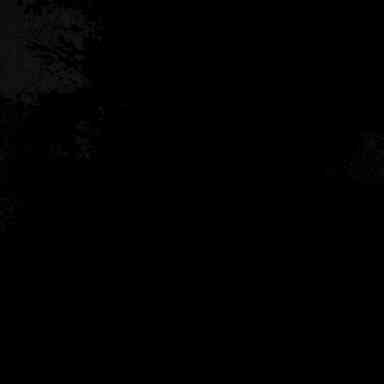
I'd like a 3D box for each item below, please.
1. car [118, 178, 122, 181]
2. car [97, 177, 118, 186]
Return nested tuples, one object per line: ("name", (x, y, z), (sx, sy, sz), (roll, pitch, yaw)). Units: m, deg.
("car", (-13.434, -2.571, 61.693), (2.097, 1.767, 4.553), (0, 4, -5))
("car", (-12.835, -1.527, 49.700), (1.882, 1.535, 5.008), (0, 4, -2))
